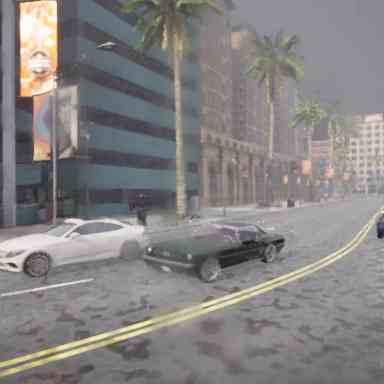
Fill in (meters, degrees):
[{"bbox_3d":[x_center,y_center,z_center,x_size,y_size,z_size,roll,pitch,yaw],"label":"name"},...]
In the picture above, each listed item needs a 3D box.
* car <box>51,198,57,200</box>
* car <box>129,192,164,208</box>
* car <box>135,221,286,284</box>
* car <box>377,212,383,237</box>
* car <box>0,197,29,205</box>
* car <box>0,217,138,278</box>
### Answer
[{"bbox_3d":[-22.032,1.583,53.020,1.895,1.301,4.718,0,0,32],"label":"car"},{"bbox_3d":[-5.871,1.044,43.986,2.435,2.045,5.566,0,0,32],"label":"car"},{"bbox_3d":[0.863,1.591,9.871,1.895,1.301,4.718,0,0,43],"label":"car"},{"bbox_3d":[10.602,1.483,16.853,1.994,1.385,4.181,0,0,34],"label":"car"},{"bbox_3d":[-31.675,1.595,59.482,2.161,1.482,4.786,0,0,32],"label":"car"},{"bbox_3d":[-3.526,1.545,10.476,4.674,1.442,1.812,0,0,-43],"label":"car"}]
